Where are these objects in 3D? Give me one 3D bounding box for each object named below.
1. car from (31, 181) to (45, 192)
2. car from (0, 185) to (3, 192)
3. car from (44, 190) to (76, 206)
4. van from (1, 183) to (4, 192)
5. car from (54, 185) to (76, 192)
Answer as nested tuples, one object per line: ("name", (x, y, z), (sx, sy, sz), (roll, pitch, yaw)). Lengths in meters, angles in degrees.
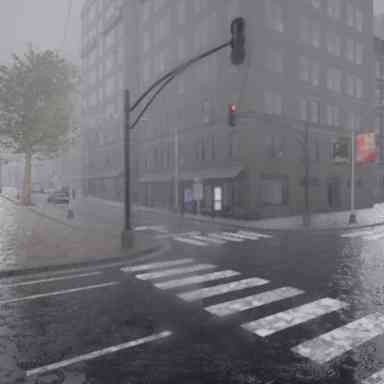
("car", (-23.800, -0.683, 50.183), (2.150, 2.045, 5.566), (0, 3, -35))
("car", (-41.559, -0.850, 70.677), (2.008, 1.369, 4.403), (2, 1, -35))
("car", (-14.941, 0.846, 37.510), (1.895, 1.301, 4.718), (0, 3, -35))
("van", (-39.626, -0.966, 67.971), (1.690, 1.788, 3.998), (2, 1, -35))
("car", (-17.959, 0.022, 46.750), (2.150, 2.045, 5.566), (0, 3, -35))
